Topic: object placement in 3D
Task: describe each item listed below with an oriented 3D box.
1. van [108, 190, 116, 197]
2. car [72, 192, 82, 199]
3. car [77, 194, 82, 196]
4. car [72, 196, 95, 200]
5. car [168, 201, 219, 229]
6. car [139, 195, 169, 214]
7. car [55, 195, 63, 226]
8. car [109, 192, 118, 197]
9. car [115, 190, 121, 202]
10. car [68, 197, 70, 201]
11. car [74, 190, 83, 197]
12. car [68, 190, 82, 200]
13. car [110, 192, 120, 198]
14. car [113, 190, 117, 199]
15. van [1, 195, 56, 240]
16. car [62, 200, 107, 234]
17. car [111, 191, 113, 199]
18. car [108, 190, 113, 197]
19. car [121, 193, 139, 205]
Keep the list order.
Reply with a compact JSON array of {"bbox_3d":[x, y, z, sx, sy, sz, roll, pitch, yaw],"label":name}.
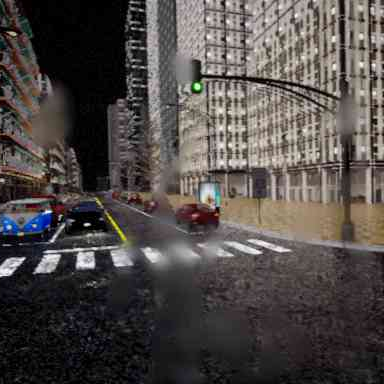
[{"bbox_3d":[-21.065,0.332,87.106,1.690,1.788,3.998,-1,1,-17],"label":"van"},{"bbox_3d":[-27.430,0.817,79.353,1.947,1.339,4.313,-1,1,-17],"label":"car"},{"bbox_3d":[-11.681,1.206,37.254,1.895,1.301,4.718,-2,1,-17],"label":"car"},{"bbox_3d":[-8.688,1.305,27.553,1.895,1.301,4.718,-2,1,-17],"label":"car"},{"bbox_3d":[0.191,1.253,18.467,1.802,1.307,4.206,-1,1,-17],"label":"car"},{"bbox_3d":[-3.081,1.001,29.026,1.967,1.590,4.097,-1,1,-17],"label":"car"},{"bbox_3d":[-9.452,1.142,21.269,2.192,1.841,5.009,-1,1,-17],"label":"car"},{"bbox_3d":[-19.426,0.622,81.829,1.802,1.307,4.206,-1,1,-17],"label":"car"},{"bbox_3d":[-11.253,0.845,55.428,2.008,1.369,4.403,-1,1,-17],"label":"car"},{"bbox_3d":[-11.084,1.317,26.553,1.887,1.381,4.507,-1,1,-17],"label":"car"},{"bbox_3d":[-30.703,0.469,89.910,2.192,1.841,5.009,-1,1,-17],"label":"car"},{"bbox_3d":[-22.528,0.843,63.511,1.967,1.590,4.097,-1,1,-17],"label":"car"},{"bbox_3d":[-17.792,0.641,76.548,2.008,1.369,4.403,-1,1,-17],"label":"car"},{"bbox_3d":[-12.888,0.788,60.708,1.887,1.381,4.507,-1,1,-17],"label":"car"},{"bbox_3d":[-7.817,1.223,15.989,1.690,1.788,3.998,-1,1,-17],"label":"van"},{"bbox_3d":[-5.715,1.370,17.883,1.994,1.385,4.181,-2,1,-19],"label":"car"},{"bbox_3d":[-14.522,0.774,65.988,1.802,1.307,4.206,-1,1,-17],"label":"car"},{"bbox_3d":[-16.161,0.455,71.264,2.192,1.841,5.009,-1,1,-17],"label":"car"},{"bbox_3d":[-7.985,0.839,44.866,1.967,1.590,4.097,-1,1,-17],"label":"car"}]
